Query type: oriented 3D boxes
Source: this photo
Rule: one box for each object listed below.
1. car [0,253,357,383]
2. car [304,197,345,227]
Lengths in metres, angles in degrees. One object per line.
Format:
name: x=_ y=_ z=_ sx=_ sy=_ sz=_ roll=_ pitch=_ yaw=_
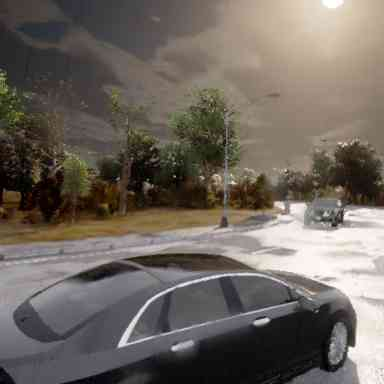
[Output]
car: x=0.139 y=1.530 z=4.053 sx=4.892 sy=1.490 sz=1.837 roll=1 pitch=0 yaw=-37
car: x=10.017 y=1.447 z=24.934 sx=2.150 sy=2.045 sz=5.566 roll=1 pitch=0 yaw=31
